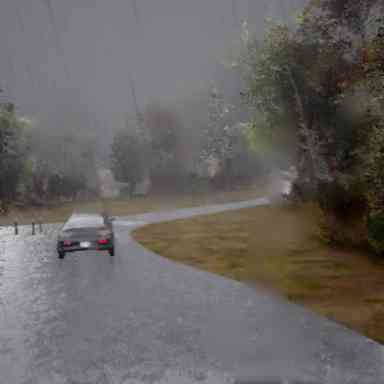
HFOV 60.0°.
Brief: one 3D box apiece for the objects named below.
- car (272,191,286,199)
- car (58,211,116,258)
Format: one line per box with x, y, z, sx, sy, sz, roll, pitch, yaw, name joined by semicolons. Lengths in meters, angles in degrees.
15.328;0.551;57.773;1.895;1.301;4.718;-2;1;27;car
-3.856;1.431;12.486;1.812;1.442;4.674;-1;1;-14;car
